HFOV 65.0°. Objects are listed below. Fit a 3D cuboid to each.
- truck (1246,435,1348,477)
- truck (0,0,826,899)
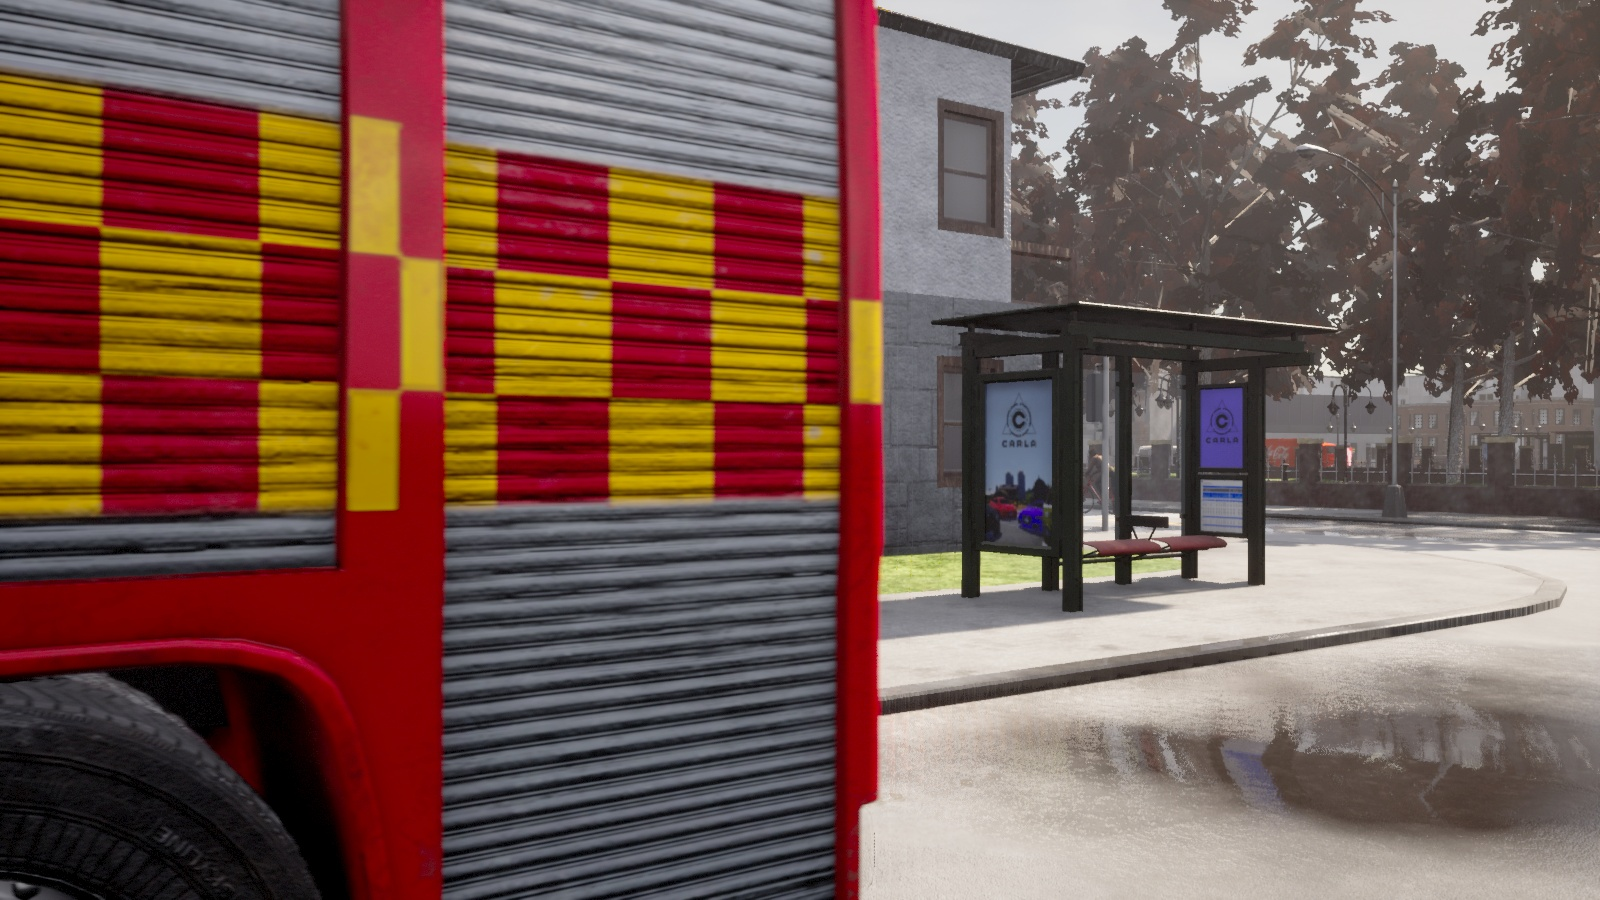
[{"bbox_3d":[30.378,0.382,76.878,2.627,2.467,5.204,0,0,-35],"label":"truck"},{"bbox_3d":[-4.248,-0.408,1.271,8.468,3.827,2.891,0,0,-35],"label":"truck"}]
